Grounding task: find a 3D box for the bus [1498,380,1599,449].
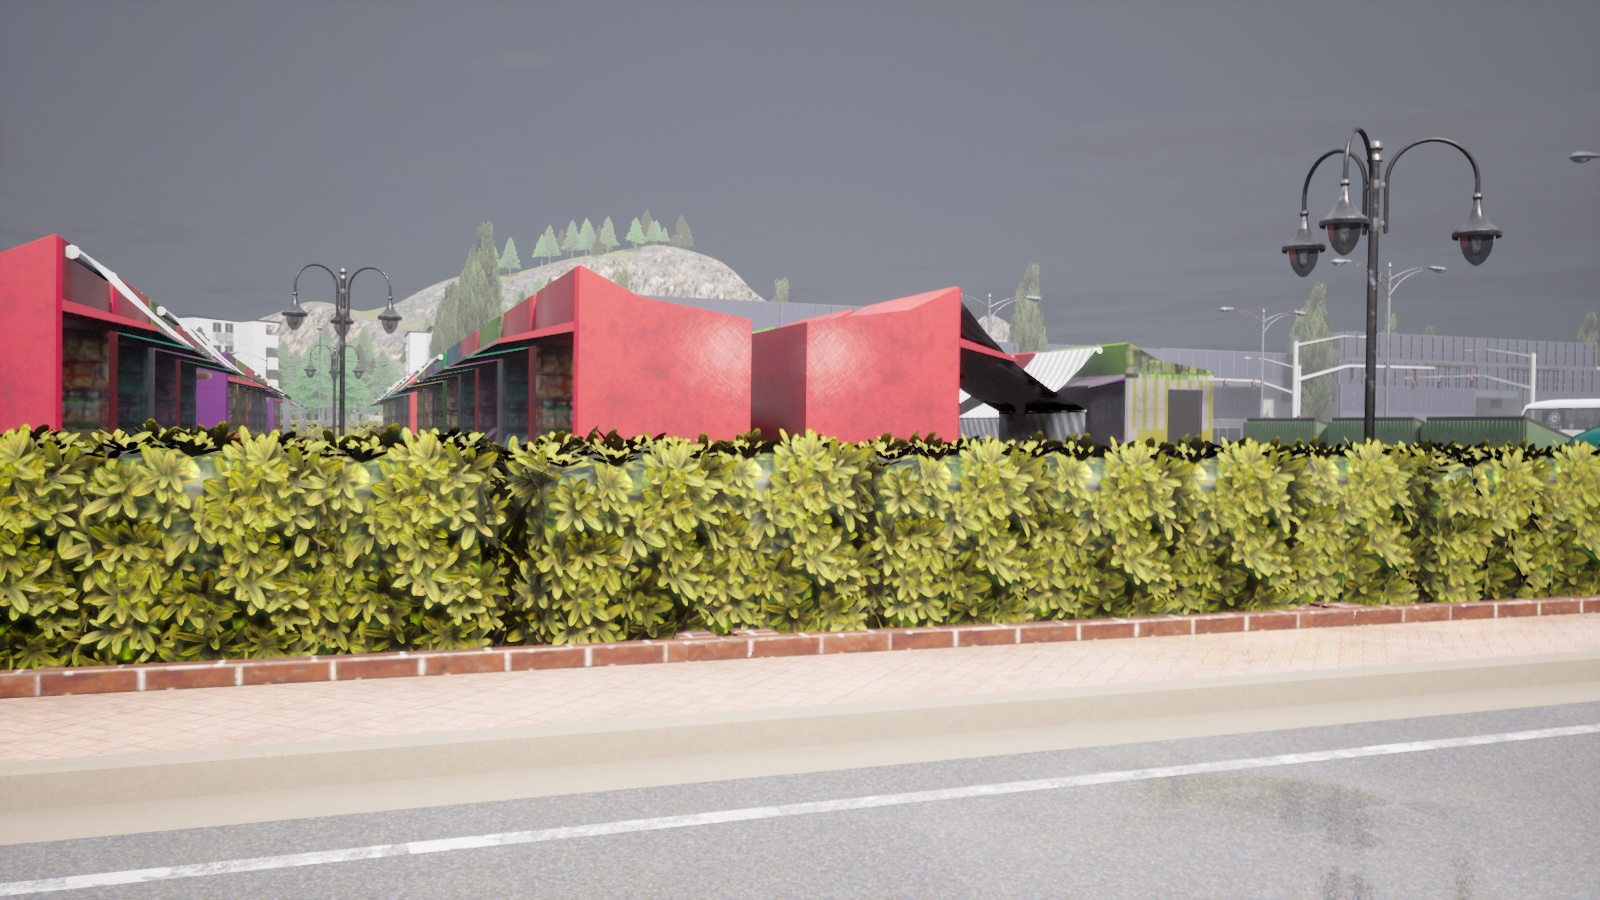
[{"bbox_3d":[50.417,-2.216,80.072,3.944,4.253,10.273,-1,1,-21],"label":"bus"}]
